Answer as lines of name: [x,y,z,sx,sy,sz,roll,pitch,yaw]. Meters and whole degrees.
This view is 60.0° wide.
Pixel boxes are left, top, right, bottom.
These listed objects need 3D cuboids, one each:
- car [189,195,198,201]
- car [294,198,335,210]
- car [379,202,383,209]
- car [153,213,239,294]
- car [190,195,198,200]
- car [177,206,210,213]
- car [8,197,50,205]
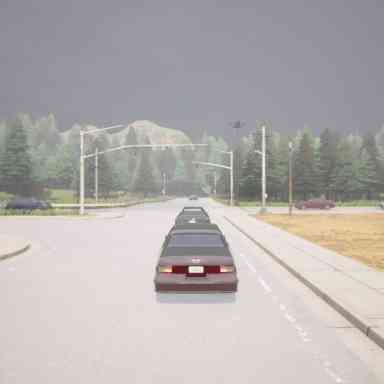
car: [0.276,1.479,81.817,1.895,1.301,4.718,0,0,2]
car: [14.770,1.449,40.161,4.674,1.442,1.812,0,0,1]
car: [25.049,1.415,39.964,4.674,1.442,1.812,0,0,1]
car: [0.085,1.538,8.927,2.033,1.411,5.357,0,0,0]
car: [0.644,1.421,91.797,1.994,1.385,4.181,0,0,2]
car: [0.069,1.535,19.534,1.994,1.385,4.181,0,0,1]
car: [-18.034,1.388,37.099,4.553,1.767,2.097,0,0,1]
